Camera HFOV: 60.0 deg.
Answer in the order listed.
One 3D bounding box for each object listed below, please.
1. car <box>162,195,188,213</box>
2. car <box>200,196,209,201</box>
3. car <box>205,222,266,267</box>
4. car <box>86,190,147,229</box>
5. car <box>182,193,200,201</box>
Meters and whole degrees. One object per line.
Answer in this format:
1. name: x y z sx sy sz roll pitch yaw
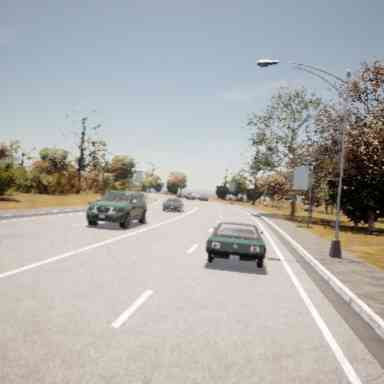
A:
1. car: -2.039 1.399 36.818 1.837 1.490 4.892 4 0 7
2. car: 2.981 1.689 87.871 1.994 1.385 4.181 4 0 -13
3. car: 1.684 1.775 12.473 1.895 1.301 4.718 4 0 9
4. car: -4.290 0.955 20.072 2.150 2.045 5.566 4 0 8
5. car: -0.318 1.416 86.592 2.033 1.411 5.357 4 0 -13
